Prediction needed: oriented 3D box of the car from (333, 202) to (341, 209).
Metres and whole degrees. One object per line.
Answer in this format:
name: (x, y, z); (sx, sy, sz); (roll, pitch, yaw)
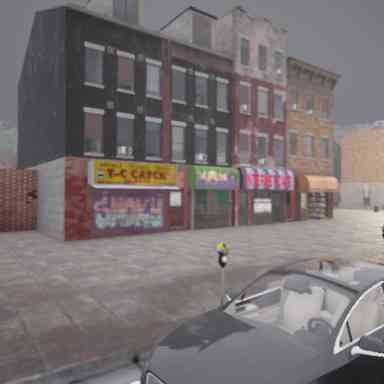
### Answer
car: (15.891, 1.464, 41.532); (1.895, 1.301, 4.718); (0, 0, -36)

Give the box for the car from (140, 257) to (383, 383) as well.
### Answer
car: (1.540, 1.551, 3.900); (4.403, 1.369, 2.008); (0, 0, -35)

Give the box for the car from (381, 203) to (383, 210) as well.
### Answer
car: (21.941, 1.482, 33.182); (2.033, 1.411, 5.357); (0, 0, -33)
